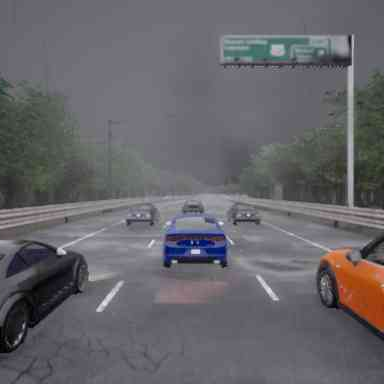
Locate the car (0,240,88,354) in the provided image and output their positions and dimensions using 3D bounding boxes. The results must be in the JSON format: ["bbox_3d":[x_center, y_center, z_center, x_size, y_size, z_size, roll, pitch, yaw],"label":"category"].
[{"bbox_3d":[-3.401,1.556,6.093,1.994,1.385,4.181,0,0,0],"label":"car"}]

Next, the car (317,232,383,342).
[{"bbox_3d":[3.600,1.345,4.979,2.097,1.767,4.553,0,0,0],"label":"car"}]

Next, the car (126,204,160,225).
[{"bbox_3d":[-3.405,1.537,23.622,2.033,1.411,5.357,0,0,0],"label":"car"}]

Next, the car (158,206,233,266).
[{"bbox_3d":[0.100,1.465,11.464,1.882,1.535,5.008,0,0,0],"label":"car"}]

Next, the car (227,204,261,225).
[{"bbox_3d":[3.596,1.537,23.682,2.033,1.411,5.357,0,0,0],"label":"car"}]

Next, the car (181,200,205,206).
[{"bbox_3d":[0.098,1.502,29.742,1.837,1.490,4.892,0,0,0],"label":"car"}]
